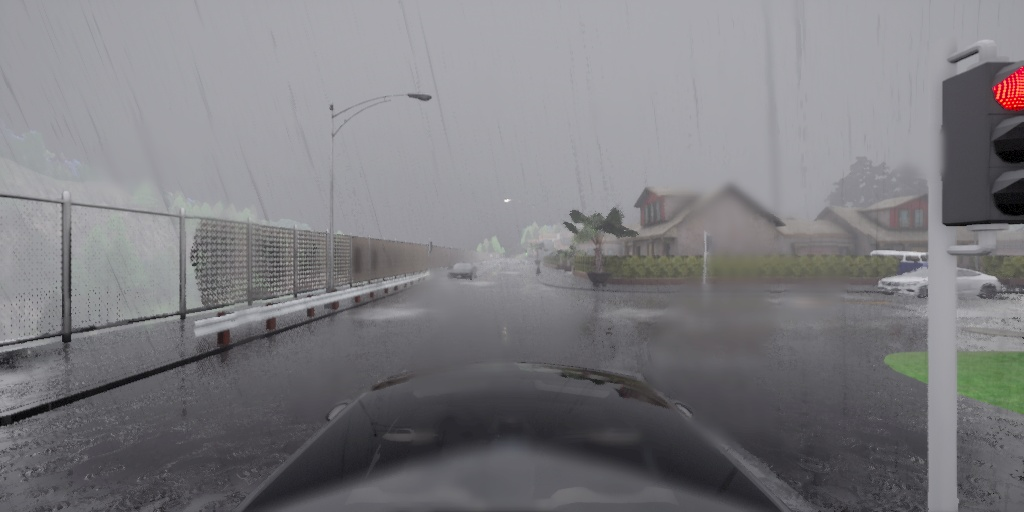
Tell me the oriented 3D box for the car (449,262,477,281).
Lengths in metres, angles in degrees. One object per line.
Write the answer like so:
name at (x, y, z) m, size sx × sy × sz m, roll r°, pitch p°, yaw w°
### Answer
car at (-4.001, 1.248, 29.895) m, size 1.882 × 1.535 × 5.008 m, roll 0°, pitch 1°, yaw 0°

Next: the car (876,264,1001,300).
car at (20.370, 1.260, 17.197) m, size 4.674 × 1.442 × 1.812 m, roll 0°, pitch 0°, yaw 0°
